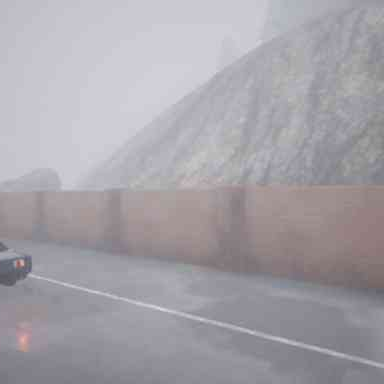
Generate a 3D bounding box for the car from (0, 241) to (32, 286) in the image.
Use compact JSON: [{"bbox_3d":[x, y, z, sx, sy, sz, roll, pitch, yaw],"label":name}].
[{"bbox_3d":[-6.101,1.673,8.341,4.718,1.301,1.895,-1,0,36],"label":"car"}]
